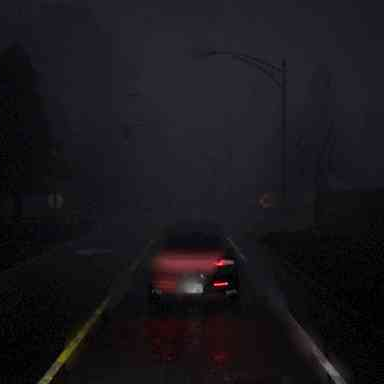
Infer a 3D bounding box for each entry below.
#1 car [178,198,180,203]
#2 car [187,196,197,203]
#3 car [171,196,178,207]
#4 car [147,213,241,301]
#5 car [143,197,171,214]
[{"bbox_3d":[-3.473,1.518,66.895,1.812,1.442,4.674,0,0,0],"label":"car"},{"bbox_3d":[0.047,1.483,69.512,2.128,1.511,4.902,0,0,0],"label":"car"},{"bbox_3d":[-3.562,1.499,49.925,1.837,1.490,4.892,0,0,0],"label":"car"},{"bbox_3d":[0.059,1.491,8.281,2.128,1.511,4.902,0,0,0],"label":"car"},{"bbox_3d":[-3.848,1.473,35.434,1.882,1.535,5.008,0,0,5],"label":"car"}]
